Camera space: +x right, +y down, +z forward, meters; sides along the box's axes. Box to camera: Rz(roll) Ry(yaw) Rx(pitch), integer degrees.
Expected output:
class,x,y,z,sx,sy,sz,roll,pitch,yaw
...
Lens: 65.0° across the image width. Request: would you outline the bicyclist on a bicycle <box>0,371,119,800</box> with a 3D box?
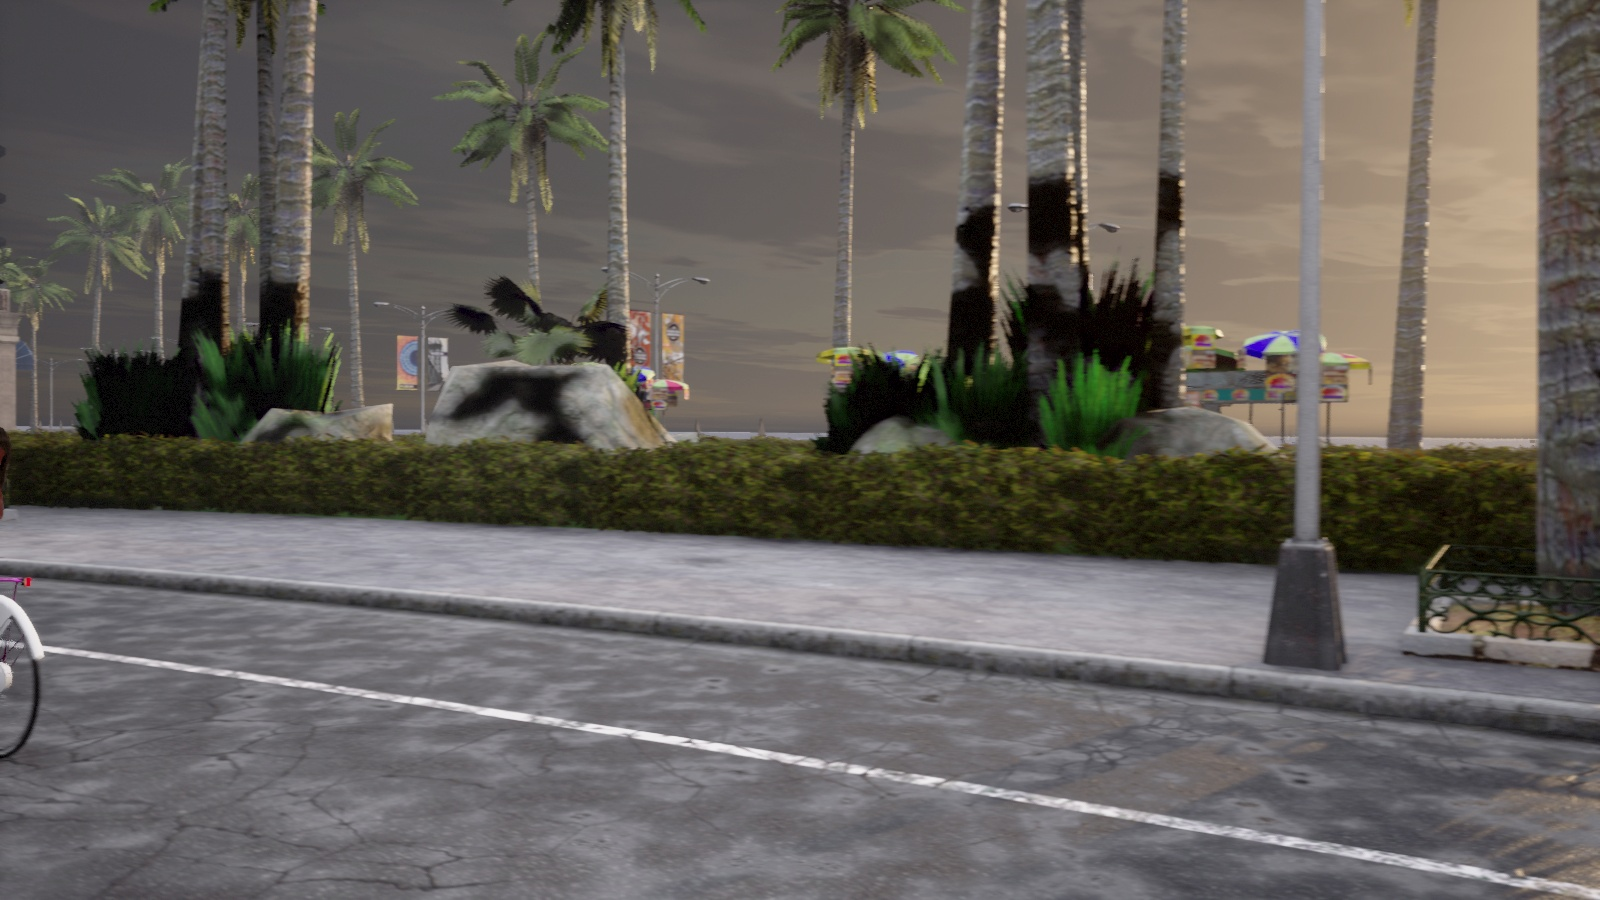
class,x,y,z,sx,sy,sz,roll,pitch,yaw
bicyclist on a bicycle,-4.049,0.557,5.782,1.843,1.776,0.659,0,1,28
